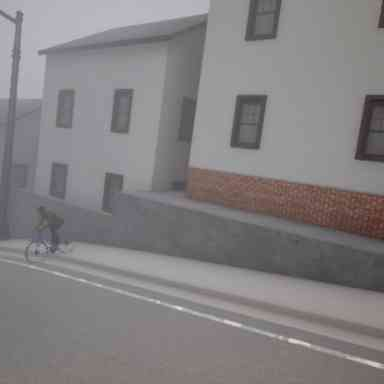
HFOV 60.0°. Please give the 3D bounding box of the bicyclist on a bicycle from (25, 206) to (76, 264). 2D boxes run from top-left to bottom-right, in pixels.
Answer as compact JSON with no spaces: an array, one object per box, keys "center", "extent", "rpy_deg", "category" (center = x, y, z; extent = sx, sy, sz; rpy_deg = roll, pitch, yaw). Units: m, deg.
[{"center":[-4.220,1.191,9.869],"extent":[0.582,1.620,1.656],"rpy_deg":[1,10,36],"category":"bicyclist on a bicycle"}]
